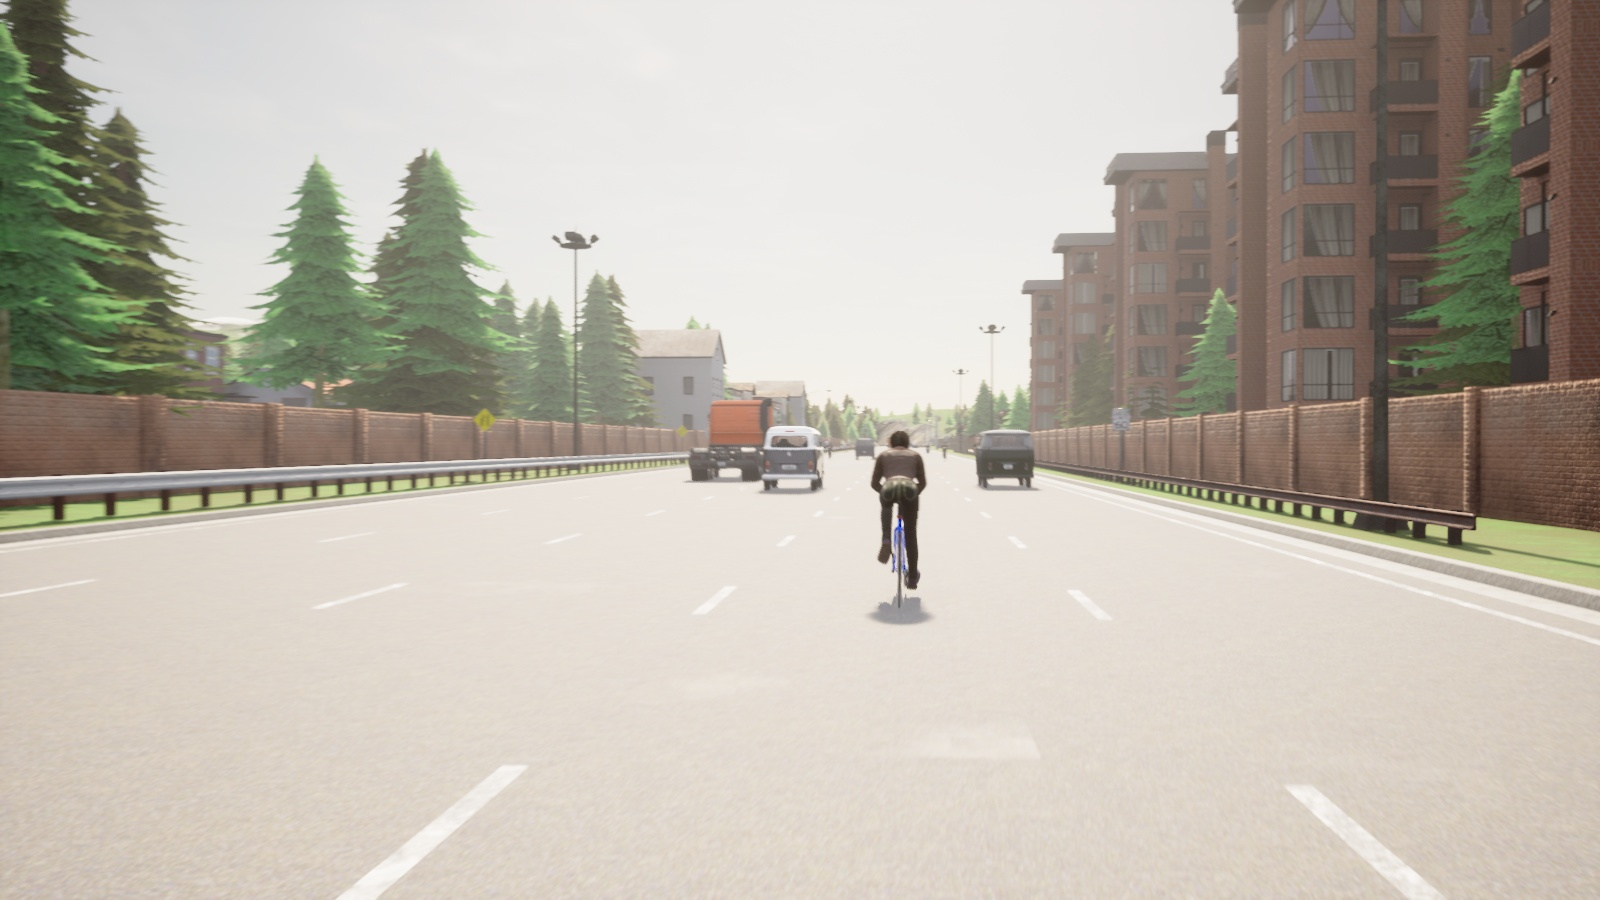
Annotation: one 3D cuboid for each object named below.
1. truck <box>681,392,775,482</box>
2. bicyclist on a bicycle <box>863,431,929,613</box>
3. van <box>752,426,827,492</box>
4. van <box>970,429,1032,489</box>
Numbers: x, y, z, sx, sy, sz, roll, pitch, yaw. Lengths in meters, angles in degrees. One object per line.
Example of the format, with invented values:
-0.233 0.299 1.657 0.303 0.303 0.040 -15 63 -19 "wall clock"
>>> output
-2.864 -0.515 52.609 2.891 3.462 7.936 0 0 5 "truck"
0.920 0.639 11.975 0.582 1.620 1.656 0 0 5 "bicyclist on a bicycle"
-0.277 0.255 41.050 2.069 2.038 4.480 0 0 4 "van"
6.966 0.286 43.808 1.775 1.987 4.442 0 0 5 "van"
